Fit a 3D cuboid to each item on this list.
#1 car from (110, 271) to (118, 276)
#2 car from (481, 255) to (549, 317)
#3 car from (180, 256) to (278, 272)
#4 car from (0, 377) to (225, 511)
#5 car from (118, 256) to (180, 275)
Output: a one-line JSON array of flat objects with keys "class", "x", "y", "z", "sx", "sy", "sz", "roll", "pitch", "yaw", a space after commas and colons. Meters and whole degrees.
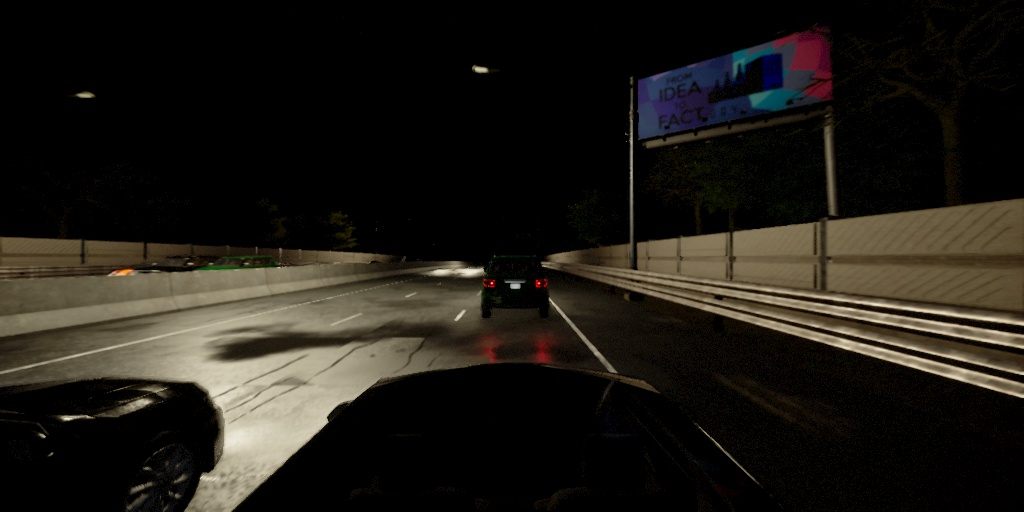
[{"class": "car", "x": -24.595, "y": 1.138, "z": 24.655, "sx": 2.097, "sy": 1.767, "sz": 4.553, "roll": 0, "pitch": 0, "yaw": 0}, {"class": "car", "x": 0.101, "y": 0.986, "z": 13.280, "sx": 2.150, "sy": 2.045, "sz": 5.566, "roll": 0, "pitch": 0, "yaw": 0}, {"class": "car", "x": -17.598, "y": 1.004, "z": 23.094, "sx": 2.150, "sy": 2.045, "sz": 5.566, "roll": 0, "pitch": 0, "yaw": 0}, {"class": "car", "x": -3.399, "y": 1.254, "z": 1.089, "sx": 1.837, "sy": 1.490, "sz": 4.892, "roll": 0, "pitch": 0, "yaw": 0}, {"class": "car", "x": -21.098, "y": 1.004, "z": 23.091, "sx": 2.150, "sy": 2.045, "sz": 5.566, "roll": 0, "pitch": 0, "yaw": 0}]
